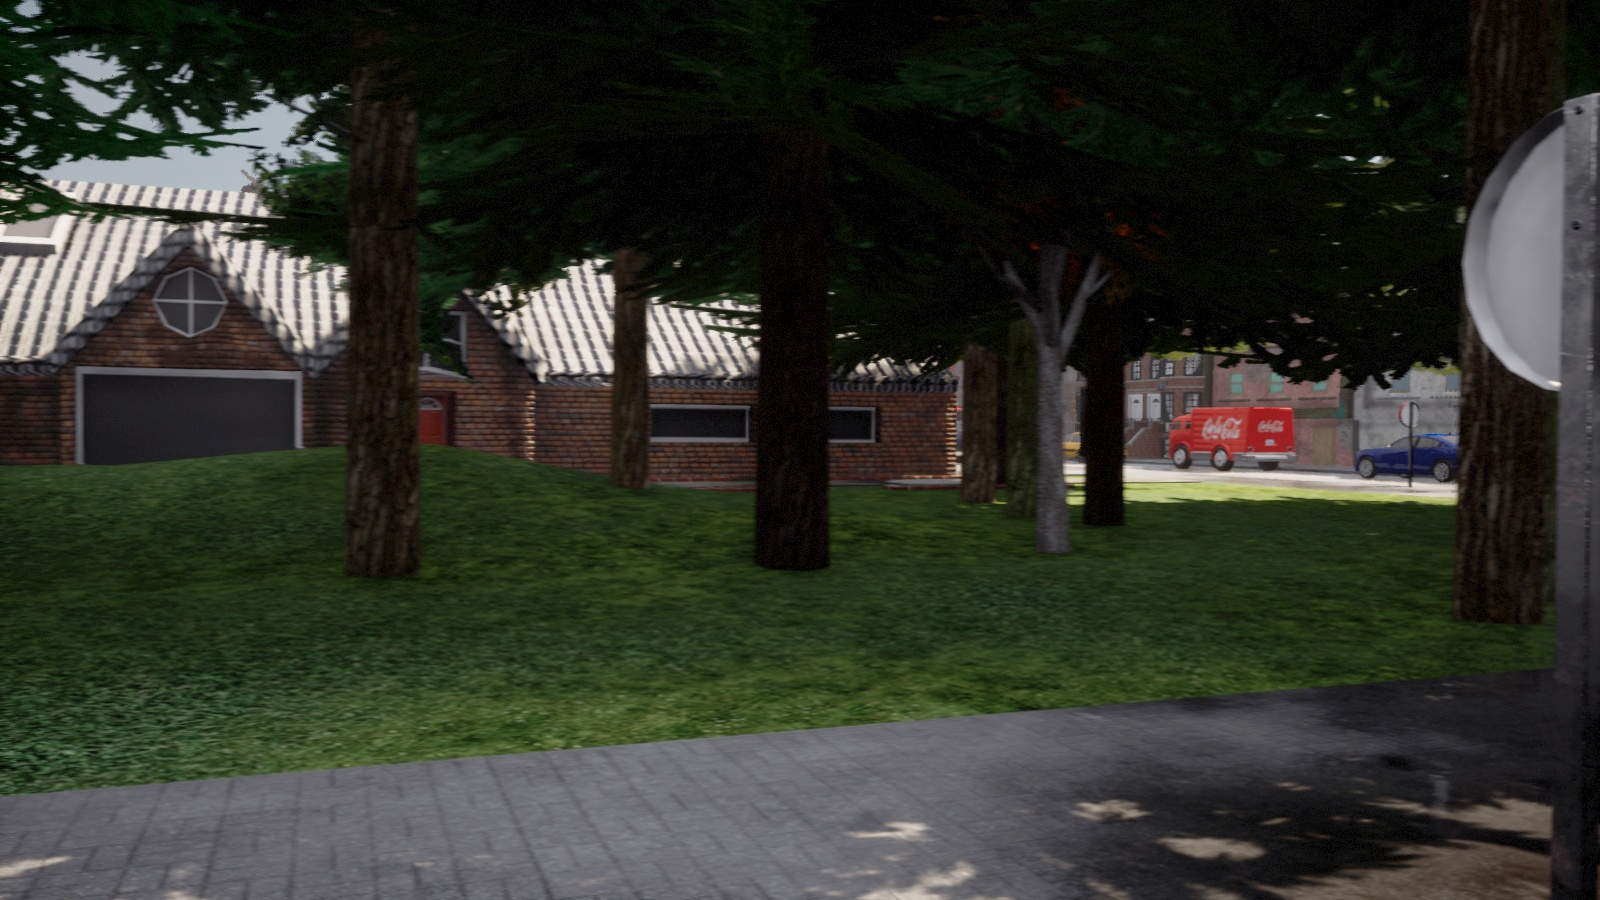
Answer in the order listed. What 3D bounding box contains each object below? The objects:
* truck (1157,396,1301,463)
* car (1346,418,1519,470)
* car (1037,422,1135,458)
[{"bbox_3d":[16.804,-0.803,49.482,2.627,2.467,5.204,-1,1,-21],"label":"truck"},{"bbox_3d":[20.207,-0.227,40.385,1.882,1.535,5.008,-1,1,-20],"label":"car"},{"bbox_3d":[13.322,-0.492,58.830,1.801,1.575,5.366,-1,1,-20],"label":"car"}]
